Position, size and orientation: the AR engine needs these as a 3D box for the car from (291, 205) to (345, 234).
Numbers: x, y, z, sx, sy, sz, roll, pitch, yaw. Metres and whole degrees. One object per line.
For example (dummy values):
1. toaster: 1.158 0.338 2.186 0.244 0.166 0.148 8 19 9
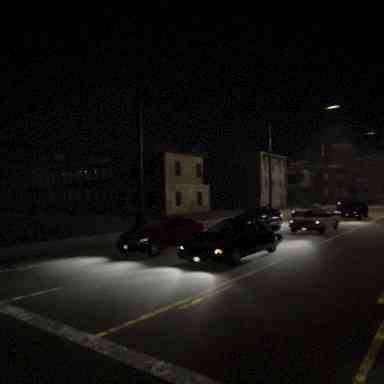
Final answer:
1. car: 7.571 1.734 20.290 1.895 1.301 4.718 -2 -1 37

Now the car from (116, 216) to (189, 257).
1. car: -1.151 1.818 14.630 1.812 1.442 4.674 -2 -1 37

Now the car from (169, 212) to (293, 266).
1. car: 1.756 1.738 12.702 2.033 1.411 5.357 -2 -1 38

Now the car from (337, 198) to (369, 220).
1. car: 13.755 1.543 28.349 1.837 1.490 4.892 -2 -1 37

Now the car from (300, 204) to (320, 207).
1. car: 10.624 1.743 30.011 1.895 1.301 4.718 -2 -1 38

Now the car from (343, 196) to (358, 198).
1. car: 19.848 1.348 41.921 2.097 1.767 4.553 -2 -1 38

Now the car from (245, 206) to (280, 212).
1. car: 4.403 1.741 21.905 1.837 1.490 4.892 -2 -1 37
